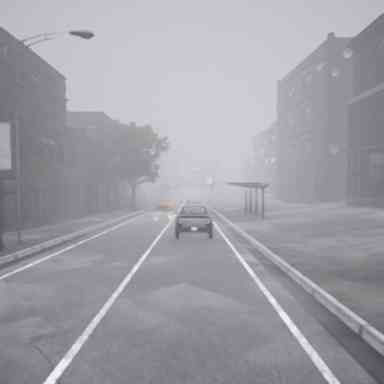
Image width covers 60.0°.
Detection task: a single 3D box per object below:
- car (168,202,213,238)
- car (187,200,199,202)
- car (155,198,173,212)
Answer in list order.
[{"bbox_3d":[0.090,1.489,17.679,2.128,1.511,4.902,0,0,0],"label":"car"},{"bbox_3d":[0.083,1.542,35.955,2.033,1.411,5.357,0,0,0],"label":"car"},{"bbox_3d":[-3.221,1.456,39.559,1.882,1.535,5.008,0,0,1],"label":"car"}]
